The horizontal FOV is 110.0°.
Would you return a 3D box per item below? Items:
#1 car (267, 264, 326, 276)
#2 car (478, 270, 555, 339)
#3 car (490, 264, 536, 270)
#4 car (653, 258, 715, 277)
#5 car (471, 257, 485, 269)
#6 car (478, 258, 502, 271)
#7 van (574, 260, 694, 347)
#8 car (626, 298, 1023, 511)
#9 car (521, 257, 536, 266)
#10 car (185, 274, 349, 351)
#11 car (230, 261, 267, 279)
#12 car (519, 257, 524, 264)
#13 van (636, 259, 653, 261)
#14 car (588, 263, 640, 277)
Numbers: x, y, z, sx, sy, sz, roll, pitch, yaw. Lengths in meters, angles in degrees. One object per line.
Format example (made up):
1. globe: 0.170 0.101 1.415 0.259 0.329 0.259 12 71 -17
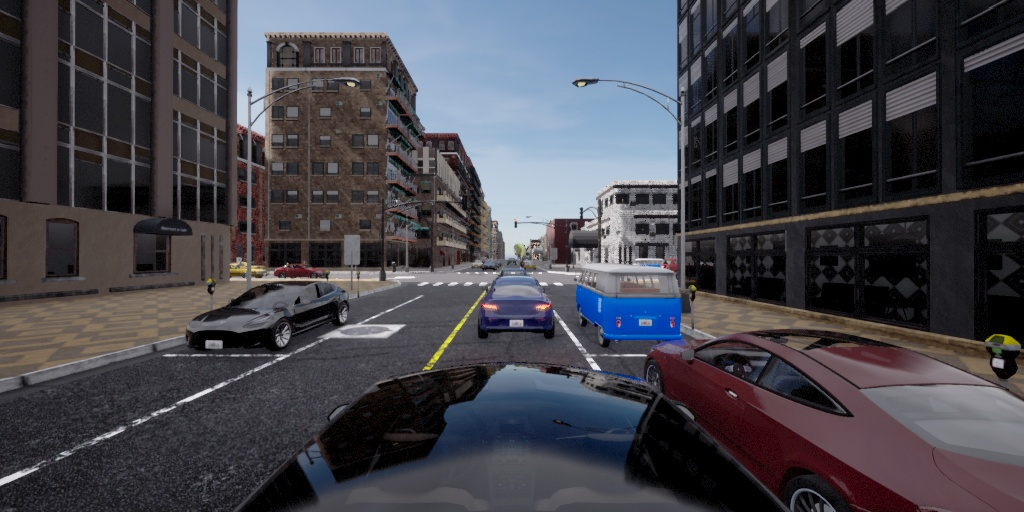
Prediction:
1. car: -17.470 1.284 29.805 4.207 1.307 1.802 0 0 0
2. car: 0.100 1.277 10.000 1.812 1.442 4.674 0 0 0
3. car: 0.090 1.318 18.451 1.994 1.385 4.181 0 0 0
4. car: 14.916 1.108 29.886 5.009 1.841 2.192 0 0 0
5. car: -5.697 1.318 59.153 1.751 1.417 4.829 0 0 0
6. car: -3.067 1.329 50.632 2.033 1.411 5.357 0 0 3
7. van: 2.656 1.092 9.000 1.690 1.789 3.998 0 0 0
8. car: 2.657 1.332 3.311 1.802 1.307 4.207 0 0 0
9. car: 2.684 1.311 53.956 1.751 1.417 4.829 0 0 0
10. car: -5.691 1.317 9.025 1.948 1.339 4.313 0 0 0
11. car: -22.963 1.216 29.791 4.829 1.417 1.751 0 0 0
12. car: 2.683 1.382 64.865 1.802 1.307 4.207 0 0 0
13. van: 14.893 1.175 38.266 3.998 1.789 1.690 0 0 0
14. car: 10.152 1.409 35.912 4.718 1.301 1.895 0 0 4
